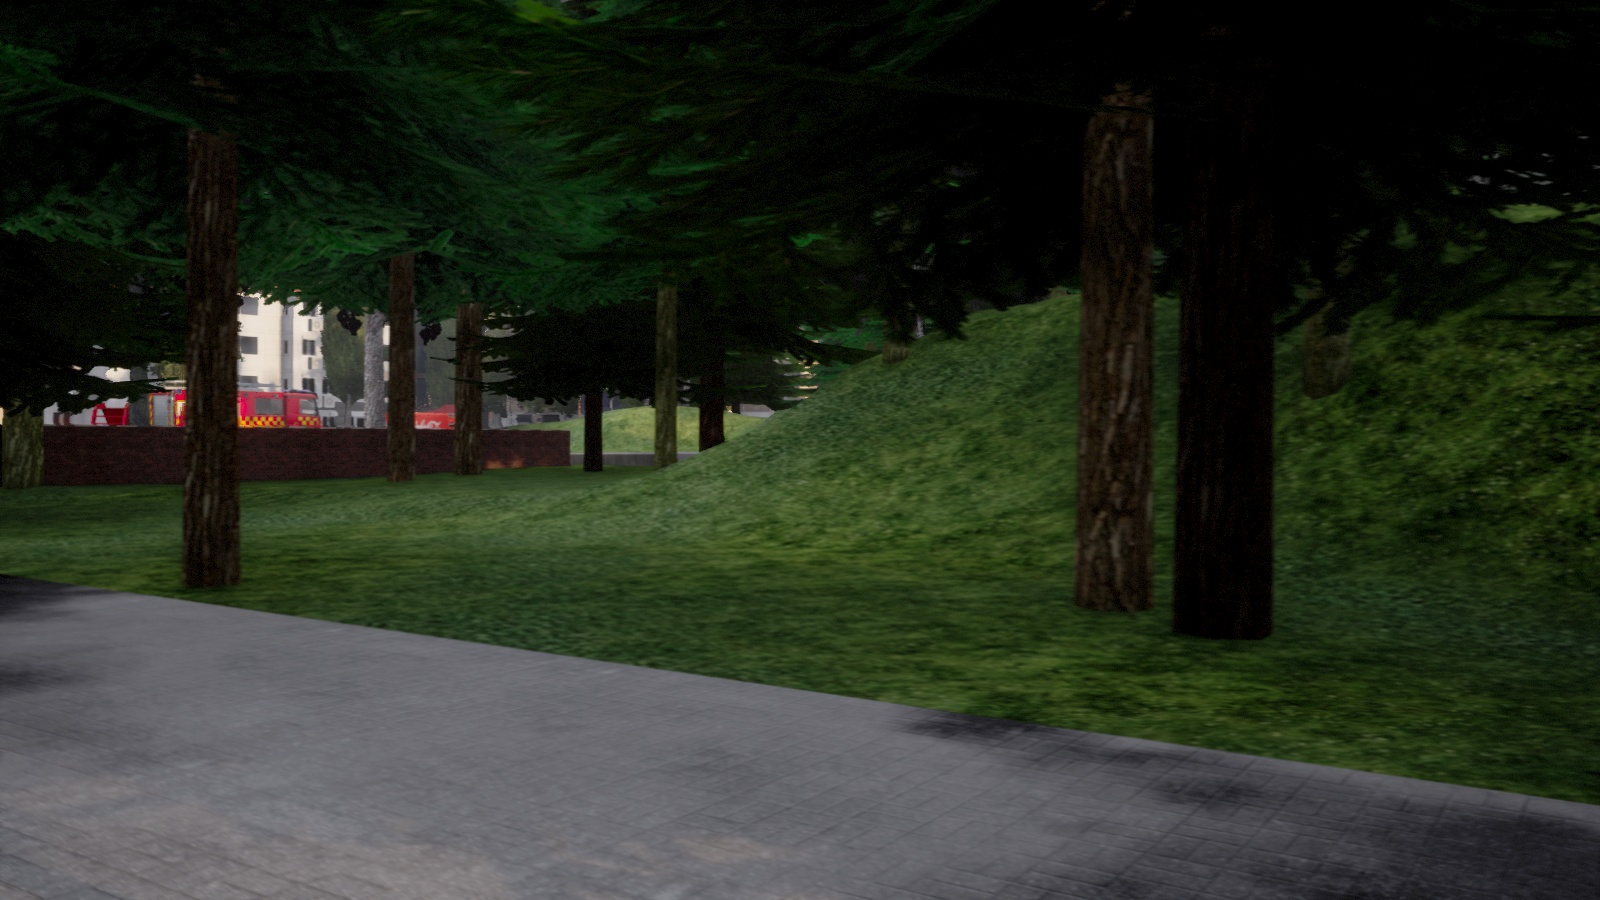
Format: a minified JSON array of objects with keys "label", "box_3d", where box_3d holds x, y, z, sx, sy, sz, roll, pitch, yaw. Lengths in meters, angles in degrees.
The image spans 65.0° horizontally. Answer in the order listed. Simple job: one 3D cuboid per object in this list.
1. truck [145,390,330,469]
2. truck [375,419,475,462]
[{"label":"truck","box_3d":[-28.884,-1.058,64.944,2.891,3.827,8.468,0,1,34]},{"label":"truck","box_3d":[-22.285,-0.575,74.861,2.627,2.467,5.204,0,1,34]}]
